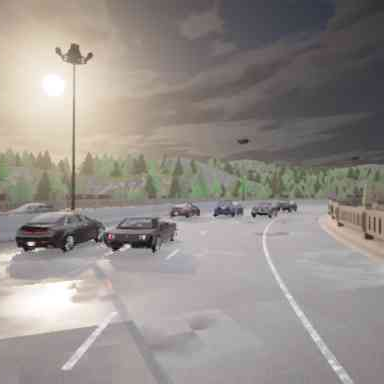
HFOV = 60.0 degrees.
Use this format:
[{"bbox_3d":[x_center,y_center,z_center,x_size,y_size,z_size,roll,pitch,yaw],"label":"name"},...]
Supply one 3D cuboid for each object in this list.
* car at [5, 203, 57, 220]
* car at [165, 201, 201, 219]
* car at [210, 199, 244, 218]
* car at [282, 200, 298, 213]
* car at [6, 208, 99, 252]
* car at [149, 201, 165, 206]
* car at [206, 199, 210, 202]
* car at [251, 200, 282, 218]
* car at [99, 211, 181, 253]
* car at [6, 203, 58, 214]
[{"bbox_3d":[-15.538,1.818,32.441,1.812,1.442,4.674,0,-1,19],"label":"car"},{"bbox_3d":[-0.590,1.771,32.168,1.812,1.442,4.674,0,-1,20],"label":"car"},{"bbox_3d":[3.847,1.596,33.746,2.097,1.767,4.553,0,0,23],"label":"car"},{"bbox_3d":[12.103,1.798,42.459,1.837,1.490,4.892,-1,0,31],"label":"car"},{"bbox_3d":[-5.465,1.618,14.473,1.837,1.490,4.892,0,0,9],"label":"car"},{"bbox_3d":[-3.807,1.851,42.692,2.128,1.511,4.902,-1,-1,26],"label":"car"},{"bbox_3d":[5.459,2.050,63.649,1.882,1.535,5.008,-1,-1,39],"label":"car"},{"bbox_3d":[7.203,1.770,32.808,2.033,1.411,5.357,0,-1,24],"label":"car"},{"bbox_3d":[-1.985,1.707,14.398,1.895,1.301,4.718,0,0,10],"label":"car"},{"bbox_3d":[-13.282,1.735,27.940,2.128,1.511,4.902,0,-1,16],"label":"car"}]
